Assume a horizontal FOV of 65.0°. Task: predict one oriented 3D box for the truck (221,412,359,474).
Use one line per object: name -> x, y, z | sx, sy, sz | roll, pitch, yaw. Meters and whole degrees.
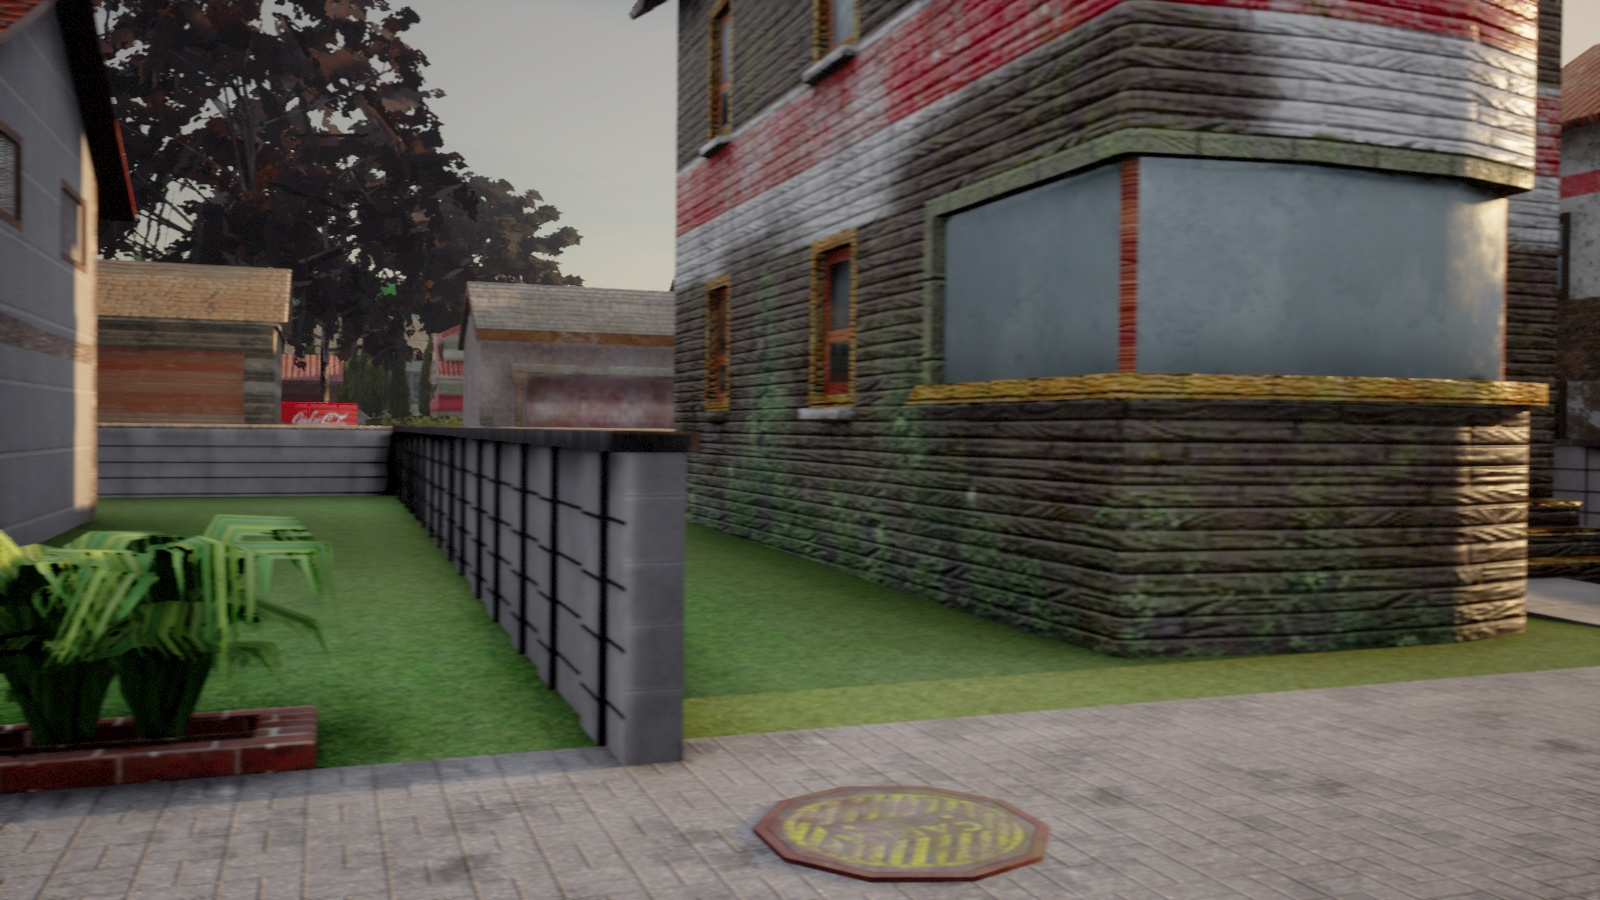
truck -> -21.401, -0.318, 52.883 | 5.204, 2.467, 2.627 | -1, 1, -21
